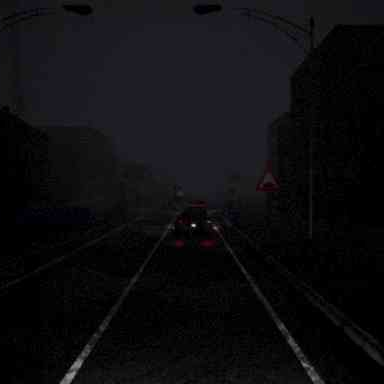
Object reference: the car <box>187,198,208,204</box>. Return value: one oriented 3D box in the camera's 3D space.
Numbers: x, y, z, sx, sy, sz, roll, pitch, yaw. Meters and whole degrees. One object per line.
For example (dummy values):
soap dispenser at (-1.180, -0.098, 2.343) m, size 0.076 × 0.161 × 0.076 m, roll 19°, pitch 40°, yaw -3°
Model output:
car at (0.560, 1.408, 34.005) m, size 1.837 × 1.490 × 4.892 m, roll 0°, pitch 1°, yaw 5°

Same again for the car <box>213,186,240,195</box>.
car at (8.047, 0.060, 74.875) m, size 5.366 × 1.575 × 1.946 m, roll 0°, pitch 3°, yaw -1°

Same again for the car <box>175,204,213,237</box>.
car at (0.099, 1.604, 18.286) m, size 1.994 × 1.385 × 4.181 m, roll 0°, pitch 0°, yaw 1°

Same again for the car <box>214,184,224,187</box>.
car at (8.140, -0.311, 80.378) m, size 4.553 × 1.767 × 2.185 m, roll 0°, pitch 2°, yaw -1°

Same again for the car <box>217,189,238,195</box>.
car at (8.206, -0.023, 77.633) m, size 4.674 × 1.452 × 2.002 m, roll 0°, pitch 2°, yaw -1°

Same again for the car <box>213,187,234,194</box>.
car at (8.114, -0.419, 85.890) m, size 5.008 × 1.535 × 2.097 m, roll 0°, pitch 2°, yaw -1°

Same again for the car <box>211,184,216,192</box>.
car at (8.170, -0.555, 83.126) m, size 5.566 × 2.045 × 2.435 m, roll 0°, pitch 2°, yaw -1°
